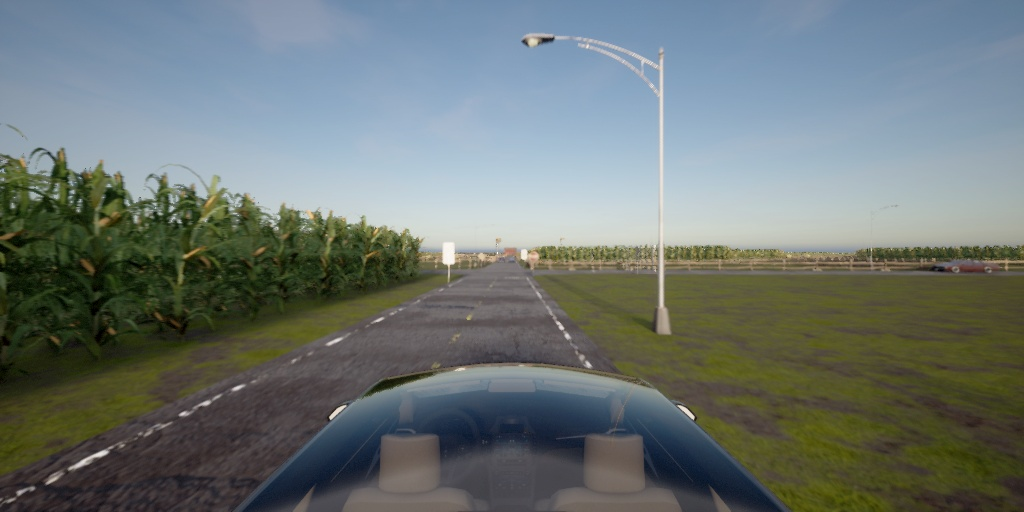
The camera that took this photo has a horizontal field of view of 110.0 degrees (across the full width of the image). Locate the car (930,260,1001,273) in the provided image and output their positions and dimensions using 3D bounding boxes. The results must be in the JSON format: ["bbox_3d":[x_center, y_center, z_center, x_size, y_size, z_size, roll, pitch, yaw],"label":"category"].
[{"bbox_3d":[50.125,1.127,39.716,5.357,1.411,2.033,0,1,8],"label":"car"}]
